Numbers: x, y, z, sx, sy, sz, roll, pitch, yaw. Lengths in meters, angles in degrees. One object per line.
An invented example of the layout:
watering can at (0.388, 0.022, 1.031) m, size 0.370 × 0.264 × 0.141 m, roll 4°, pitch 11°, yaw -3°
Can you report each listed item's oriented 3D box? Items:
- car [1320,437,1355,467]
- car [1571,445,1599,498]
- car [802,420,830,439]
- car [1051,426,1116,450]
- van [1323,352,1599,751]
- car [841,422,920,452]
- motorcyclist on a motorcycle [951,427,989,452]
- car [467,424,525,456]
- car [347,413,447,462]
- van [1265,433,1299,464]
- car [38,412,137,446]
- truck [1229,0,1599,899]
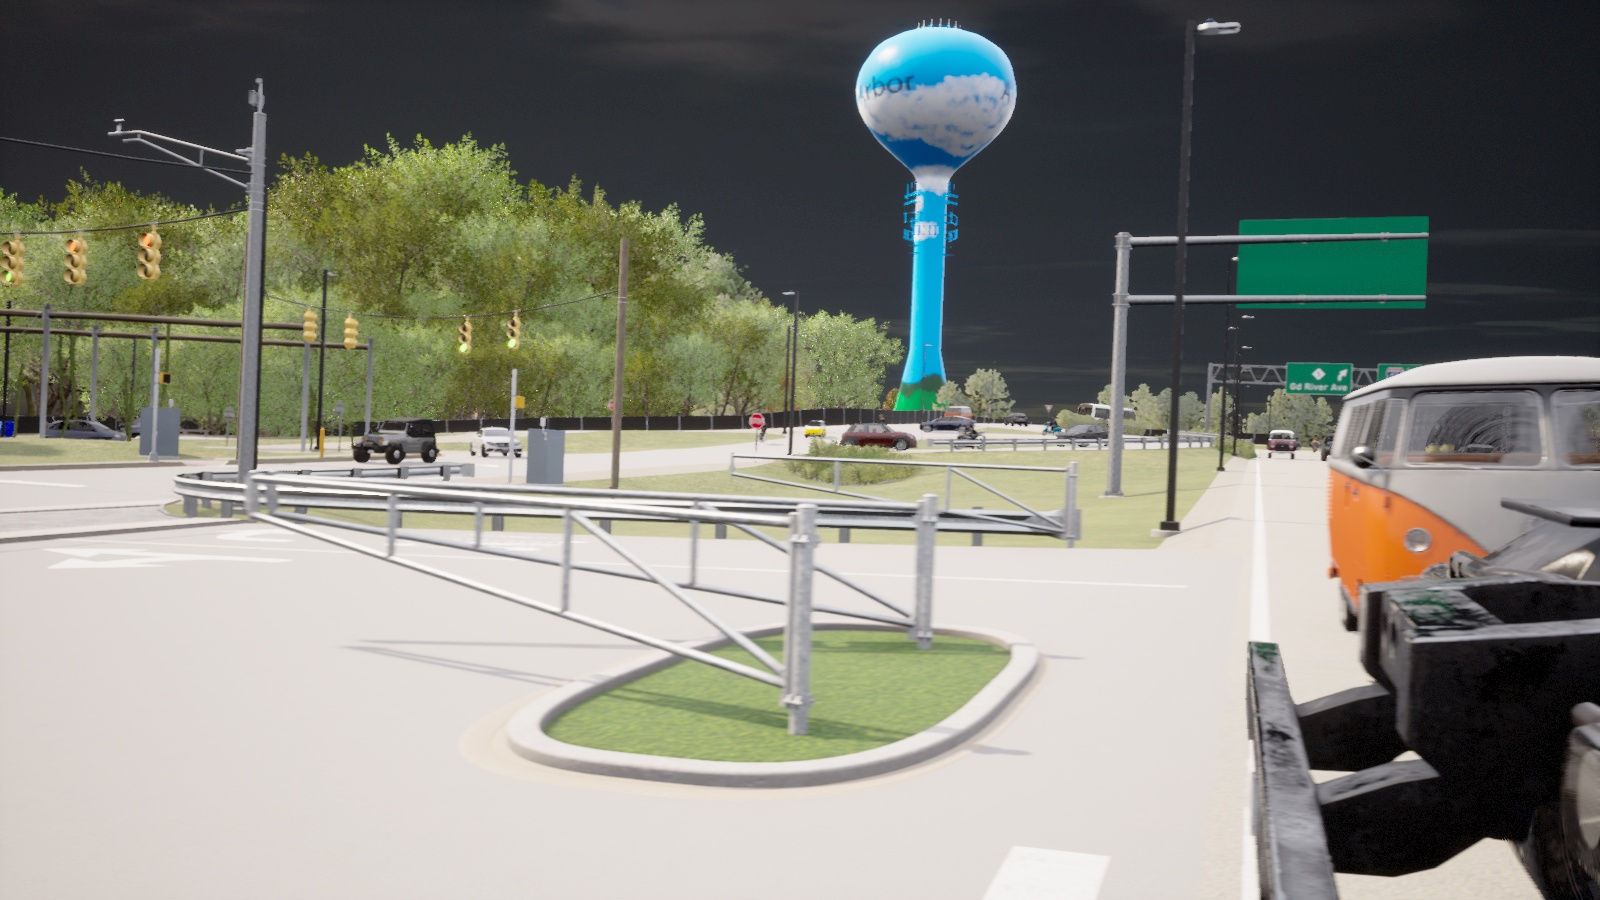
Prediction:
car at (36.450, 0.122, 85.286) m, size 1.905 × 1.878 × 3.866 m, roll 3°, pitch 1°, yaw 20°
car at (28.793, 0.767, 44.012) m, size 2.097 × 1.767 × 4.553 m, roll 3°, pitch 1°, yaw 20°
car at (1.256, -1.576, 95.971) m, size 1.481 × 1.376 × 2.207 m, roll 3°, pitch 4°, yaw 19°
car at (18.962, -0.828, 83.911) m, size 1.882 × 1.535 × 5.008 m, roll 3°, pitch 3°, yaw 45°
van at (4.580, 0.482, 8.393) m, size 1.775 × 1.987 × 4.442 m, roll 0°, pitch 1°, yaw 20°
car at (4.804, -0.772, 74.635) m, size 4.553 × 1.767 × 2.097 m, roll 0°, pitch 1°, yaw 9°
motorcyclist on a motorcycle at (10.780, -0.668, 79.600) m, size 2.191 × 1.530 × 0.866 m, roll 0°, pitch 1°, yaw -21°
car at (-14.928, -0.502, 61.489) m, size 1.812 × 1.442 × 4.674 m, roll 1°, pitch 1°, yaw -26°
car at (-16.595, -0.542, 51.895) m, size 1.905 × 1.878 × 3.866 m, roll 3°, pitch 2°, yaw 19°
van at (33.874, -0.130, 88.412) m, size 2.069 × 2.038 × 4.480 m, roll 3°, pitch 1°, yaw 20°
car at (-36.221, -1.039, 63.927) m, size 3.988 × 1.617 × 1.851 m, roll 1°, pitch 0°, yaw -7°
truck at (4.819, -0.086, 1.598) m, size 7.936 × 3.462 × 2.891 m, roll 3°, pitch 2°, yaw 19°
